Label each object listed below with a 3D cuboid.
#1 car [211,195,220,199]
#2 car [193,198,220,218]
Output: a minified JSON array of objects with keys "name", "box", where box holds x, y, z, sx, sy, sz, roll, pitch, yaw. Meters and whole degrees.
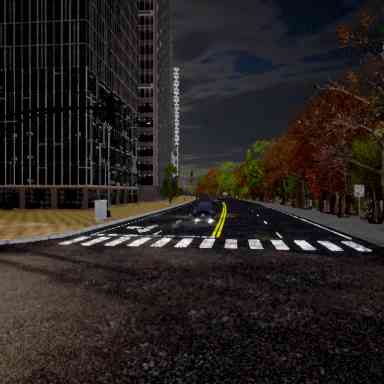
[{"name":"car","box":[4.528,1.415,64.263,2.128,1.511,4.902,0,0,4]},{"name":"car","box":[1.222,1.555,30.512,2.033,1.411,5.357,0,0,7]}]
